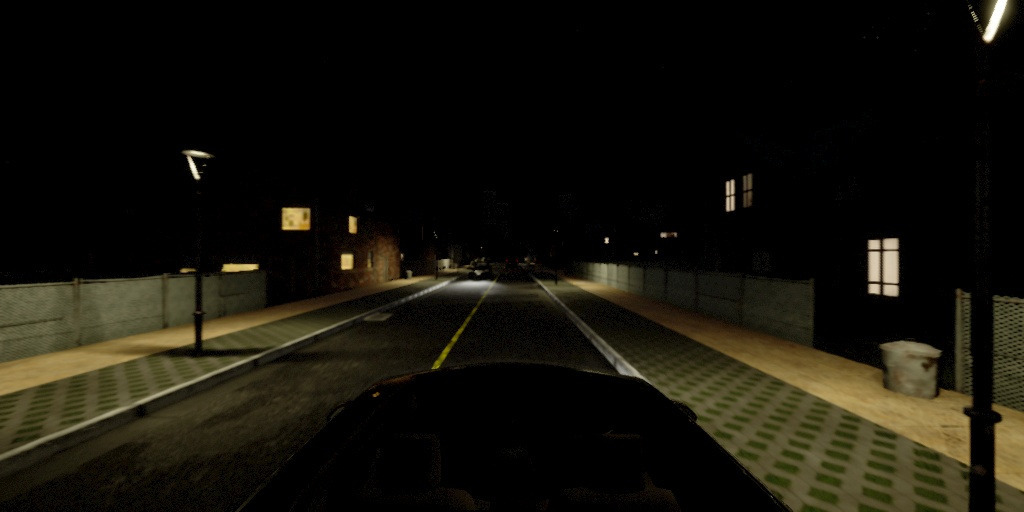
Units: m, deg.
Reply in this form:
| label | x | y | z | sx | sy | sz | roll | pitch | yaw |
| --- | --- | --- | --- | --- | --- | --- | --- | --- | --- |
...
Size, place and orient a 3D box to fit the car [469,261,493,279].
| label | x | y | z | sx | sy | sz | roll | pitch | yaw |
| --- | --- | --- | --- | --- | --- | --- | --- | --- | --- |
| car | -2.766 | 1.250 | 32.379 | 2.128 | 1.511 | 4.902 | 0 | 0 | 0 |

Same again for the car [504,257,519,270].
| label | x | y | z | sx | sy | sz | roll | pitch | yaw |
| --- | --- | --- | --- | --- | --- | --- | --- | --- | --- |
| car | -0.019 | 1.267 | 52.786 | 1.837 | 1.490 | 4.892 | 0 | 0 | 0 |
